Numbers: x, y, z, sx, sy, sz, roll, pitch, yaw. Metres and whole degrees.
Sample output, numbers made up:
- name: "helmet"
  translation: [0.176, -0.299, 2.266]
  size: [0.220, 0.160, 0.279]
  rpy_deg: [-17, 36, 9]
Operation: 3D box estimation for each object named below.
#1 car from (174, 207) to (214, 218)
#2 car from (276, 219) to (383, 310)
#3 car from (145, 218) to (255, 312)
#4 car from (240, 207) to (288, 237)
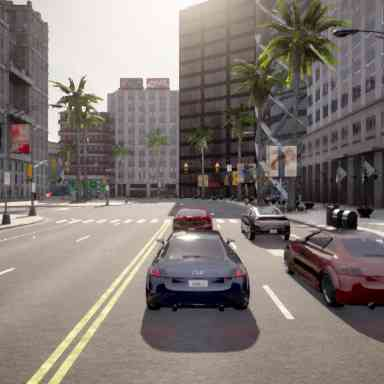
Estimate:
- name: "car"
  translation: [0.090, 1.478, 16.799]
  size: [1.882, 1.535, 5.008]
  rpy_deg: [0, 0, 2]
- name: "car"
  translation: [3.597, 1.564, 7.904]
  size: [1.994, 1.385, 4.181]
  rpy_deg: [0, 0, 0]
- name: "car"
  translation: [0.089, 1.562, 7.813]
  size: [1.994, 1.385, 4.181]
  rpy_deg: [0, 0, -1]
- name: "car"
  translation: [3.587, 1.492, 16.821]
  size: [2.128, 1.511, 4.902]
  rpy_deg: [0, 0, 2]
